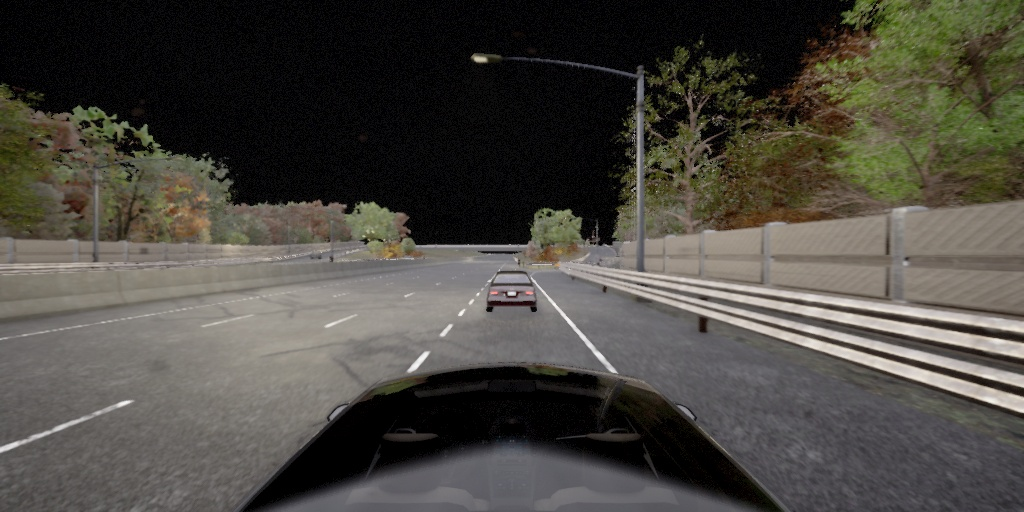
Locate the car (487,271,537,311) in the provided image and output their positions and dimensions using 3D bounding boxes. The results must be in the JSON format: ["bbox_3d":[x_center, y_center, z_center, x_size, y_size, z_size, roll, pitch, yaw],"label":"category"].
[{"bbox_3d":[-0.009,1.294,14.415,2.033,1.411,5.357,0,0,0],"label":"car"}]
